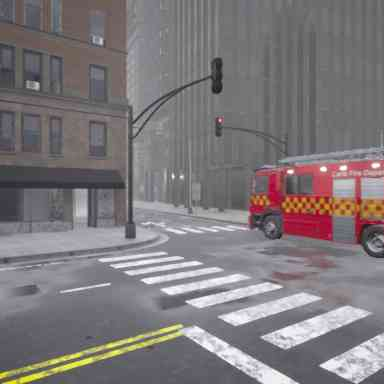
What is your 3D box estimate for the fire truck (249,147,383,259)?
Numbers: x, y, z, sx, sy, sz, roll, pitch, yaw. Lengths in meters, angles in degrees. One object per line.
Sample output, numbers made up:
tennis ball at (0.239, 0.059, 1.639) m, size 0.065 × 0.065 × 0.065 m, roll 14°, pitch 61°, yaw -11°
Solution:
fire truck at (6.141, 0.350, 13.948) m, size 2.891 × 3.827 × 8.468 m, roll 0°, pitch 0°, yaw -30°
